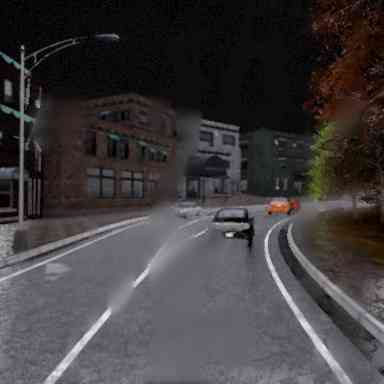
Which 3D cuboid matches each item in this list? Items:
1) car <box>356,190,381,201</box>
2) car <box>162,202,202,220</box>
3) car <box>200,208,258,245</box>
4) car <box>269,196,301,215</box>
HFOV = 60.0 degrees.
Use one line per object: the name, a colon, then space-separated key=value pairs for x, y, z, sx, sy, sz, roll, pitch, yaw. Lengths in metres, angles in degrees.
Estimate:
car: x=30.035 y=0.479 z=55.698 sx=5.566 sy=2.045 sz=2.150 roll=-2 pitch=0 yaw=-27
car: x=-0.737 y=1.553 z=27.901 sx=1.895 sy=1.301 sz=4.718 roll=0 pitch=0 yaw=21
car: x=1.988 y=1.476 z=15.486 sx=2.128 sy=1.511 sz=4.902 roll=0 pitch=0 yaw=12
car: x=9.015 y=1.201 z=32.081 sx=2.097 sy=1.767 sz=4.553 roll=0 pitch=1 yaw=31
